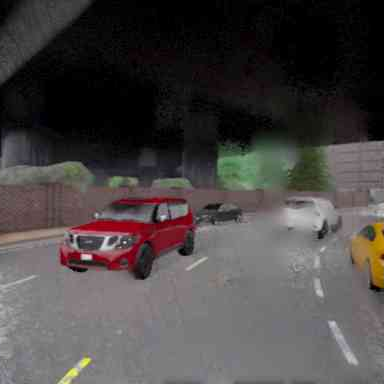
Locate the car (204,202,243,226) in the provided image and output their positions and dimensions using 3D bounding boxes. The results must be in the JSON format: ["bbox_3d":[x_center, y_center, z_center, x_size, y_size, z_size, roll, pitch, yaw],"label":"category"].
[{"bbox_3d":[1.860,1.503,23.703,1.837,1.490,4.892,0,0,39],"label":"car"}]

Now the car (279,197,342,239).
[{"bbox_3d":[6.609,1.284,18.324,2.150,2.045,5.566,0,0,35],"label":"car"}]

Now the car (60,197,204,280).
[{"bbox_3d":[-1.580,1.190,10.449,2.150,2.045,5.566,0,0,19],"label":"car"}]

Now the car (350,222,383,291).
[{"bbox_3d":[5.459,1.537,8.840,1.882,1.535,5.008,0,0,19],"label":"car"}]
